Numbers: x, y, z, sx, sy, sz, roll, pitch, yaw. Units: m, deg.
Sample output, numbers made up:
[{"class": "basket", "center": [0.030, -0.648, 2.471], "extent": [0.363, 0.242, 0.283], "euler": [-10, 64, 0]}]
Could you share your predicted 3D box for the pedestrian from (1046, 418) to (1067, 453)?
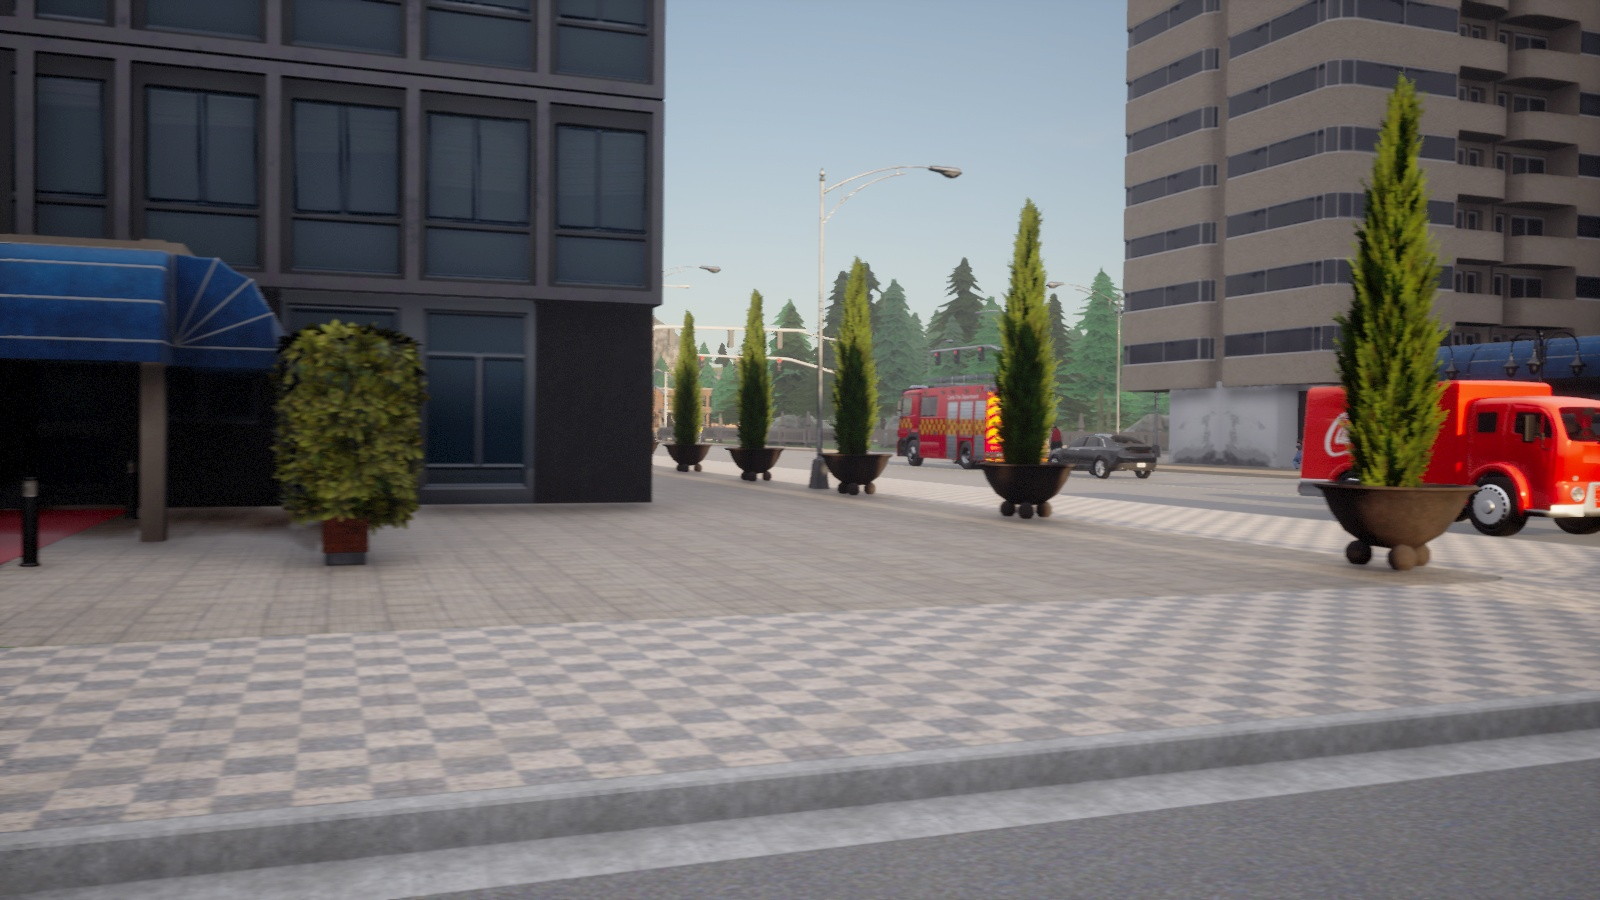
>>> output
[{"class": "pedestrian", "center": [13.554, -0.780, 66.401], "extent": [0.634, 1.844, 0.899], "euler": [-1, 1, -28]}]

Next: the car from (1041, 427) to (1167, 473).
[{"class": "car", "center": [10.483, -0.021, 43.666], "extent": [1.837, 1.490, 4.892], "euler": [-1, 1, -20]}]

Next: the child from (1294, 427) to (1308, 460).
[{"class": "child", "center": [19.050, -0.249, 47.771], "extent": [0.270, 1.263, 0.437], "euler": [-1, 1, -15]}]

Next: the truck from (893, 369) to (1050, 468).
[{"class": "truck", "center": [7.014, -1.306, 53.035], "extent": [2.891, 3.827, 8.468], "euler": [-1, 1, -20]}]

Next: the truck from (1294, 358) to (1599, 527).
[{"class": "truck", "center": [11.278, -0.156, 21.236], "extent": [2.627, 2.467, 5.204], "euler": [-1, 1, -20]}]
